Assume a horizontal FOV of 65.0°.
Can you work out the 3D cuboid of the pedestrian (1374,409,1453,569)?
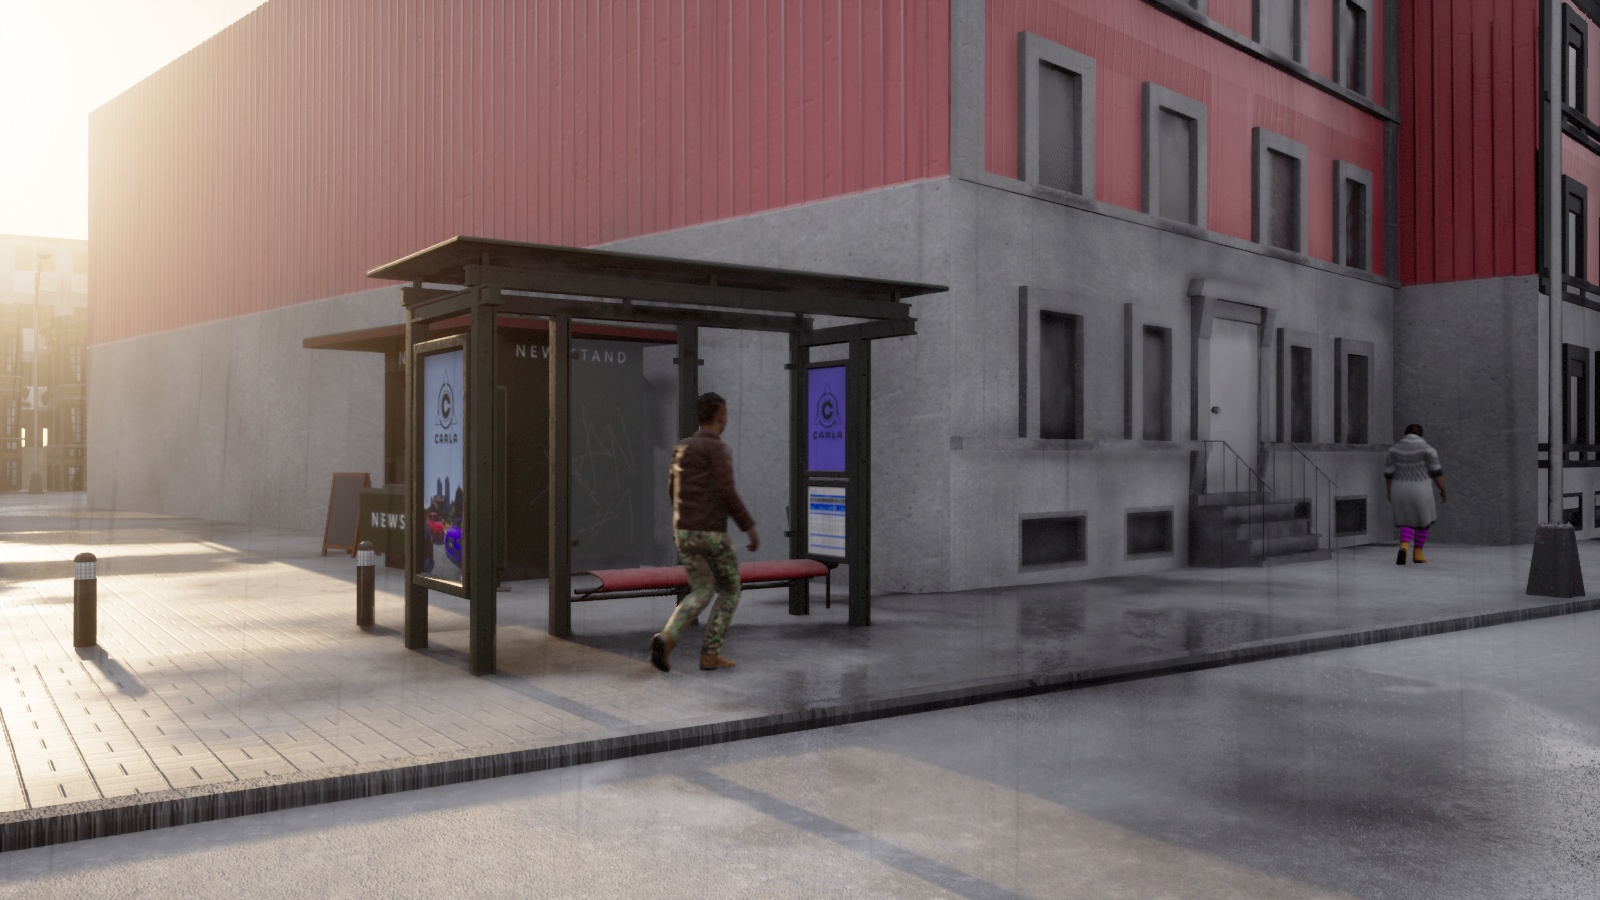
[{"bbox_3d":[7.781,0.477,15.925,0.659,1.952,0.873,0,0,43],"label":"pedestrian"}]

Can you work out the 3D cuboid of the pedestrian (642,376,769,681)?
[{"bbox_3d":[-0.591,0.473,7.963,0.431,1.840,0.703,0,0,40],"label":"pedestrian"}]
